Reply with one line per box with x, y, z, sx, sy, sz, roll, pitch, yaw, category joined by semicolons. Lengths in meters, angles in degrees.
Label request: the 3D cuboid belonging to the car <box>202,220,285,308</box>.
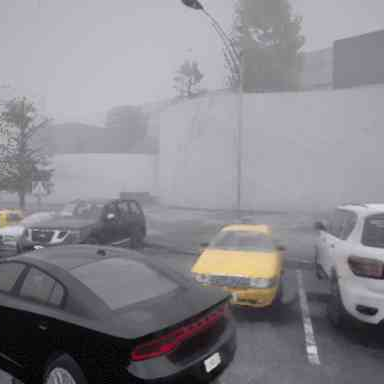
1.322;1.500;8.322;1.946;1.575;5.366;0;-1;15;car

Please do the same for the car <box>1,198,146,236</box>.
-3.525;1.268;11.953;2.435;2.045;5.566;1;-1;15;car

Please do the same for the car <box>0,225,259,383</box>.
-1.814;1.496;4.665;5.008;1.535;1.882;0;0;35;car

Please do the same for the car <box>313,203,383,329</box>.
3.823;1.241;6.790;2.435;2.045;5.566;0;-1;15;car
